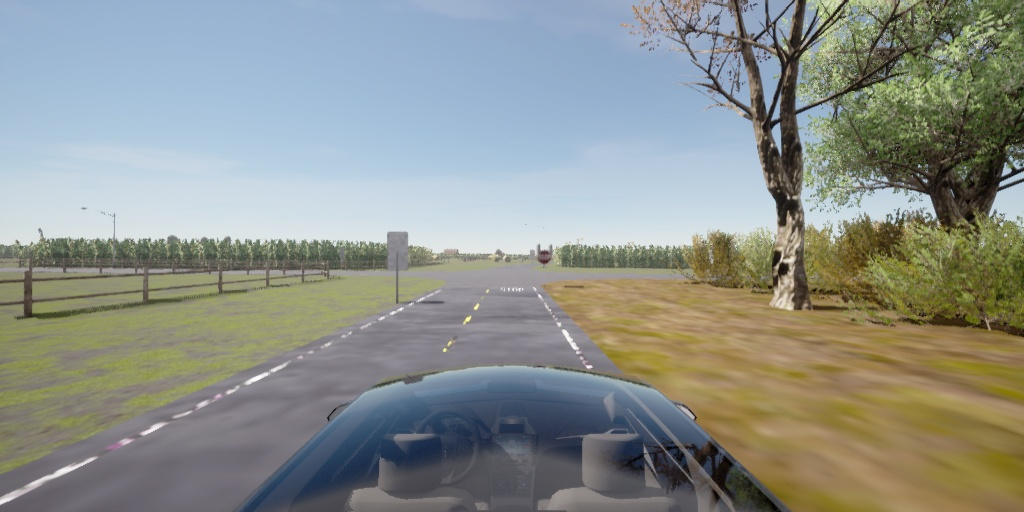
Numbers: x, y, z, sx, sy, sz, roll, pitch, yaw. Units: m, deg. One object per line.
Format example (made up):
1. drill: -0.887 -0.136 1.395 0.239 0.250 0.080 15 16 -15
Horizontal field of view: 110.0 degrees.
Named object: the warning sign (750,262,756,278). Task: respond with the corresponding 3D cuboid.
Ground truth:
1. warning sign: 21.171 0.986 31.520 1.060 1.860 1.300 0 0 5
